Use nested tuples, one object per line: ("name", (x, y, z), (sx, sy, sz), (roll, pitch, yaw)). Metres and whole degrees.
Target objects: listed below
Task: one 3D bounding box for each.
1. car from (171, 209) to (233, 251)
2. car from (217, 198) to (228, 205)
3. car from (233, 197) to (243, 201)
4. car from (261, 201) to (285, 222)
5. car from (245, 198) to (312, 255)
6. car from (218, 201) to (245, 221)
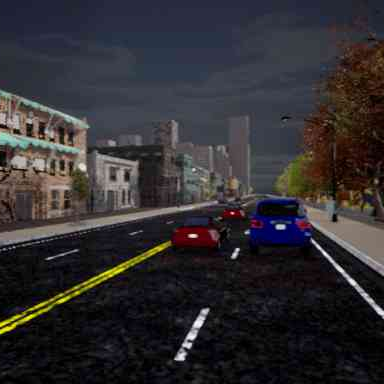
("car", (0.479, 1.669, 14.804), (1.994, 1.385, 4.181), (-1, 0, 13))
("car", (6.644, 2.000, 71.515), (1.994, 1.385, 4.181), (-1, 0, 13))
("car", (9.813, 1.904, 70.797), (1.837, 1.490, 4.892), (-1, 0, 13))
("car", (6.996, 1.609, 28.887), (1.882, 1.535, 5.008), (-1, 0, 13))
("car", (3.576, 1.277, 13.812), (2.150, 2.045, 5.566), (-1, 0, 13))
("car", (3.791, 1.738, 29.447), (1.994, 1.385, 4.181), (-1, 0, 13))
